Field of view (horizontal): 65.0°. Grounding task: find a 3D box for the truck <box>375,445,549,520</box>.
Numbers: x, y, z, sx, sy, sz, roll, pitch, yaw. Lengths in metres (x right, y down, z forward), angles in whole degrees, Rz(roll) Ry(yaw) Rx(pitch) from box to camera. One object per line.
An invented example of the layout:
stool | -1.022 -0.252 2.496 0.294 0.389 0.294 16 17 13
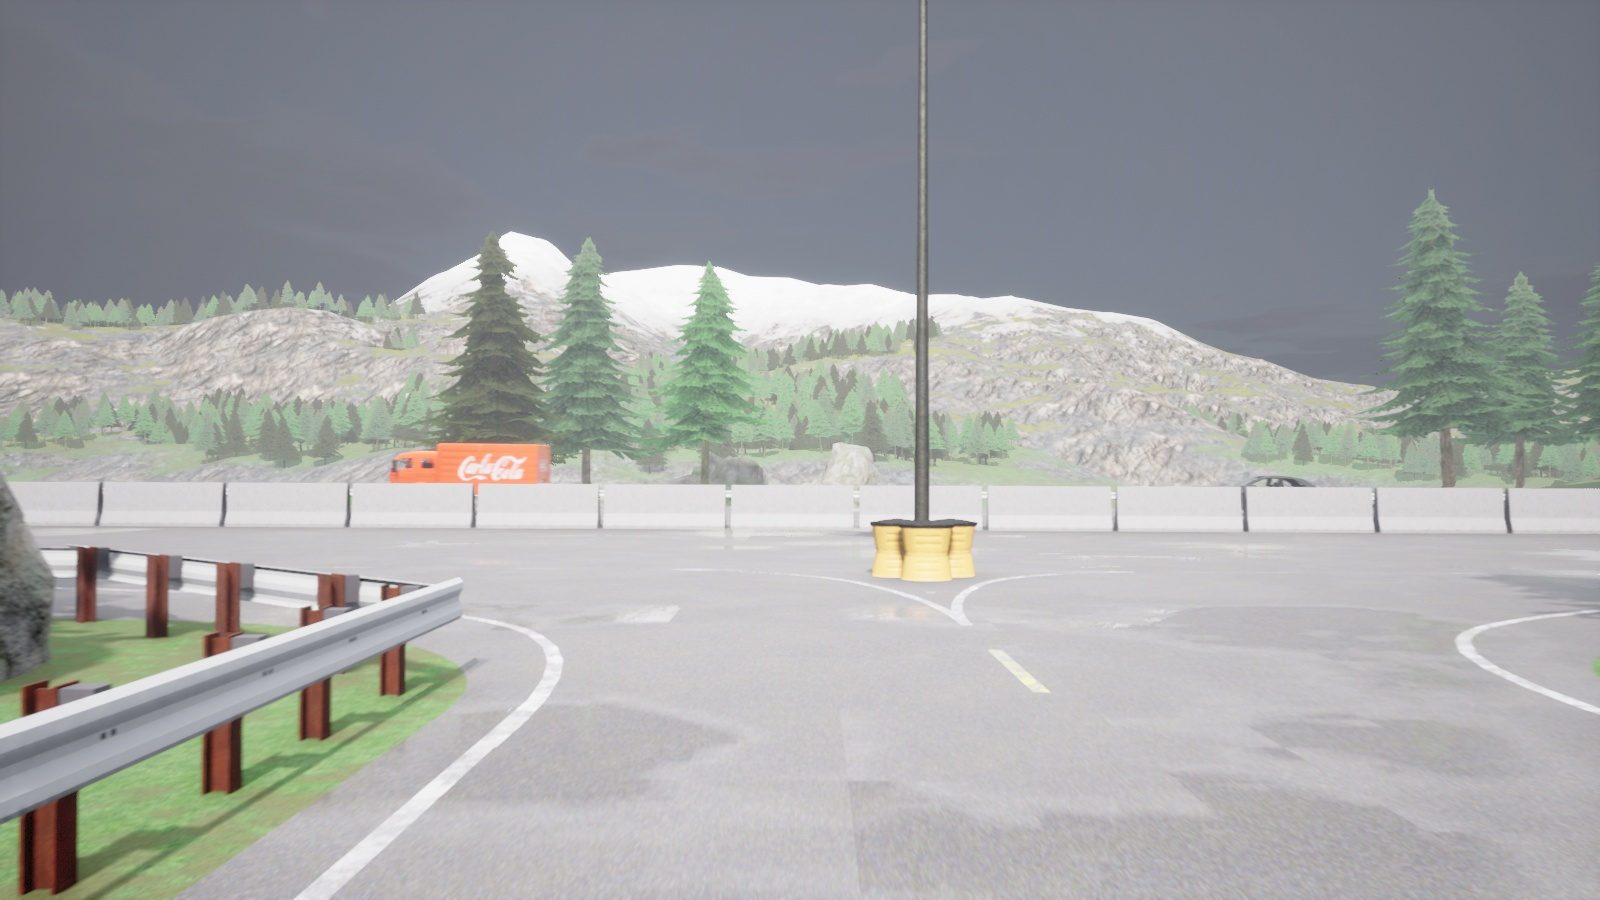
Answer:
truck | -11.466 1.100 42.938 5.204 2.467 2.627 0 -1 1

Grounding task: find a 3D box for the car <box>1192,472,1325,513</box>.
car | 16.727 1.535 45.933 4.193 1.474 1.816 0 -1 1
